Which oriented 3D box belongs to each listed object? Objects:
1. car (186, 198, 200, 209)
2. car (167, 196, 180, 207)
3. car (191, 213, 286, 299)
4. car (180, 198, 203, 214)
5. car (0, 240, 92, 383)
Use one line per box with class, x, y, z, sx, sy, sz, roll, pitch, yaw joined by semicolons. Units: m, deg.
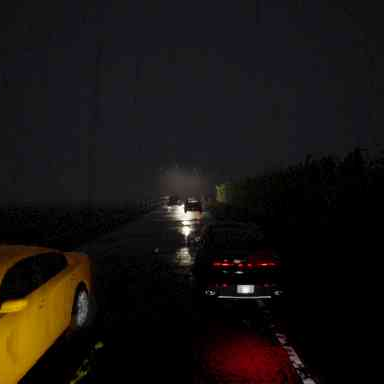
car;0.116;1.526;45.768;1.812;1.442;4.674;0;0;0
car;-2.702;1.353;51.182;2.097;1.767;4.553;0;0;0
car;0.971;1.505;8.426;1.837;1.490;4.892;0;0;0
car;0.109;1.491;35.594;2.128;1.511;4.902;0;0;0
car;-2.746;1.477;4.051;1.882;1.535;5.008;0;0;0
